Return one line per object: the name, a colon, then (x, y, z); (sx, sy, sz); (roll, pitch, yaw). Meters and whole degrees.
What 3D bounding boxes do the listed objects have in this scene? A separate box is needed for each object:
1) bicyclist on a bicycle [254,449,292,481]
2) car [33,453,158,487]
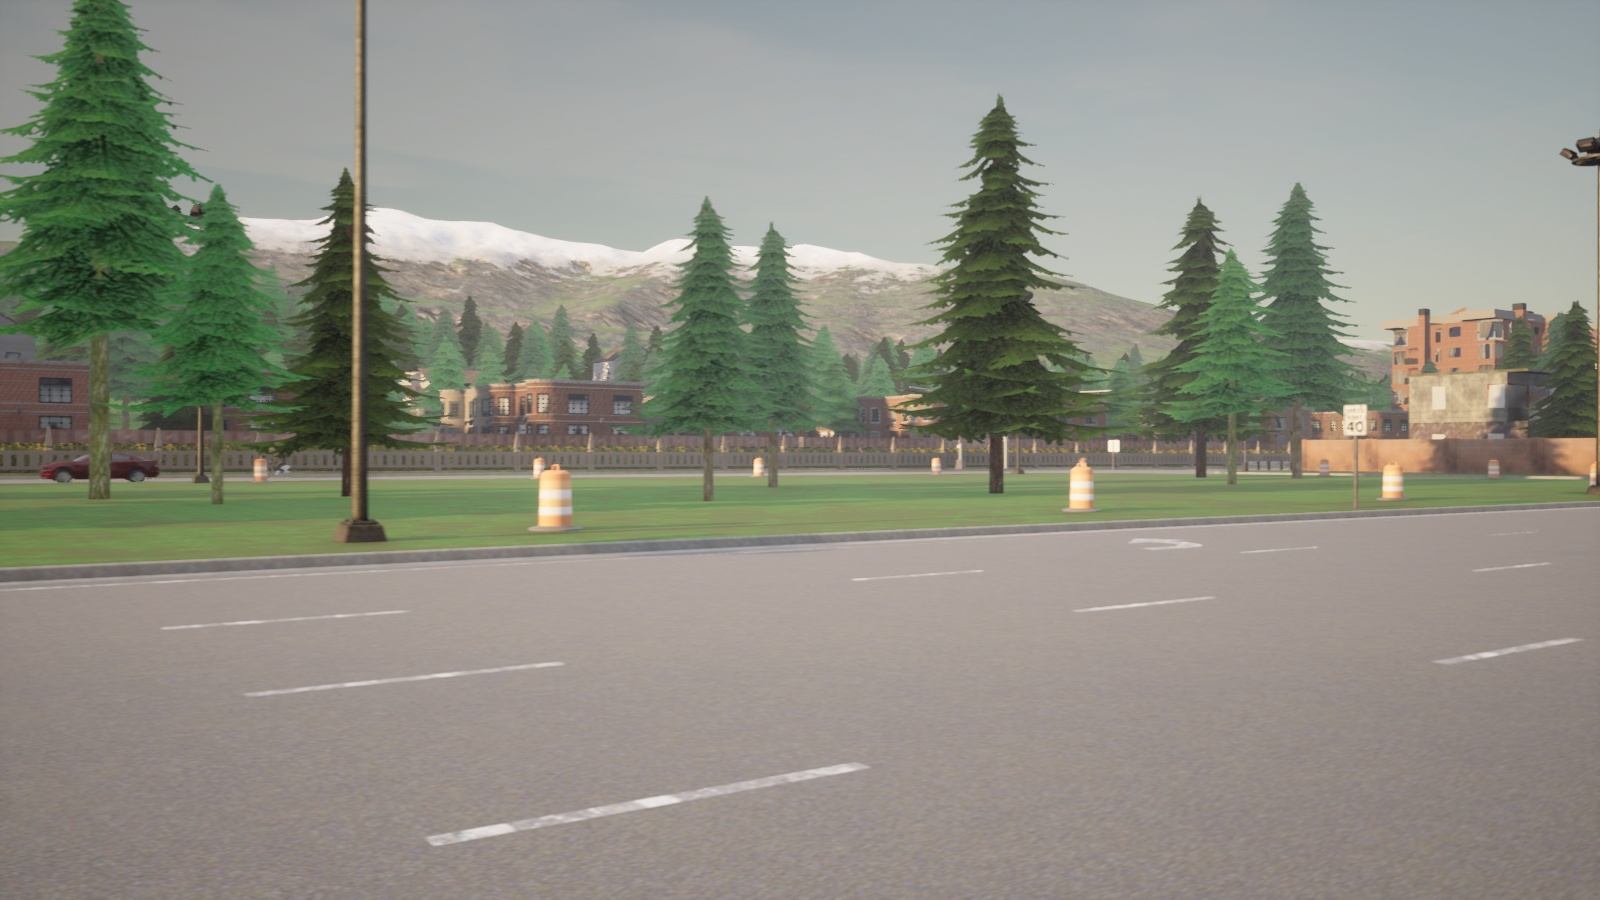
bicyclist on a bicycle: (-29.693, 0.852, 70.786); (1.843, 1.776, 0.659); (0, 0, -35)
car: (-33.417, 0.939, 59.633); (5.008, 1.535, 1.882); (0, 0, -35)
